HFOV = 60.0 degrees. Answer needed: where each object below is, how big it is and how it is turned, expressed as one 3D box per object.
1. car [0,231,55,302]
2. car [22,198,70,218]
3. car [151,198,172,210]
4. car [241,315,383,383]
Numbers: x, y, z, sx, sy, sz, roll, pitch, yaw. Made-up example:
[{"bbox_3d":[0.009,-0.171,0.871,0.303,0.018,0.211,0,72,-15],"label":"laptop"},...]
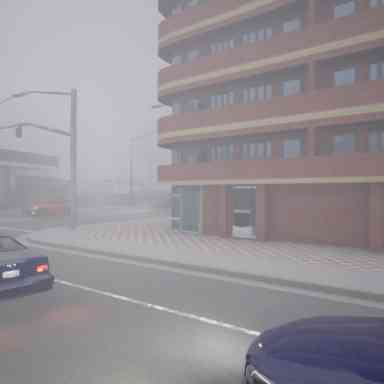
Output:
[{"bbox_3d":[-5.269,1.545,7.650,5.357,1.411,2.033,0,0,38],"label":"car"},{"bbox_3d":[-12.869,1.355,30.096,2.097,1.767,4.553,0,0,34],"label":"car"},{"bbox_3d":[-3.382,1.531,44.063,2.128,1.511,4.902,0,0,34],"label":"car"},{"bbox_3d":[2.581,1.536,2.152,4.674,1.442,1.812,0,0,35],"label":"car"}]
